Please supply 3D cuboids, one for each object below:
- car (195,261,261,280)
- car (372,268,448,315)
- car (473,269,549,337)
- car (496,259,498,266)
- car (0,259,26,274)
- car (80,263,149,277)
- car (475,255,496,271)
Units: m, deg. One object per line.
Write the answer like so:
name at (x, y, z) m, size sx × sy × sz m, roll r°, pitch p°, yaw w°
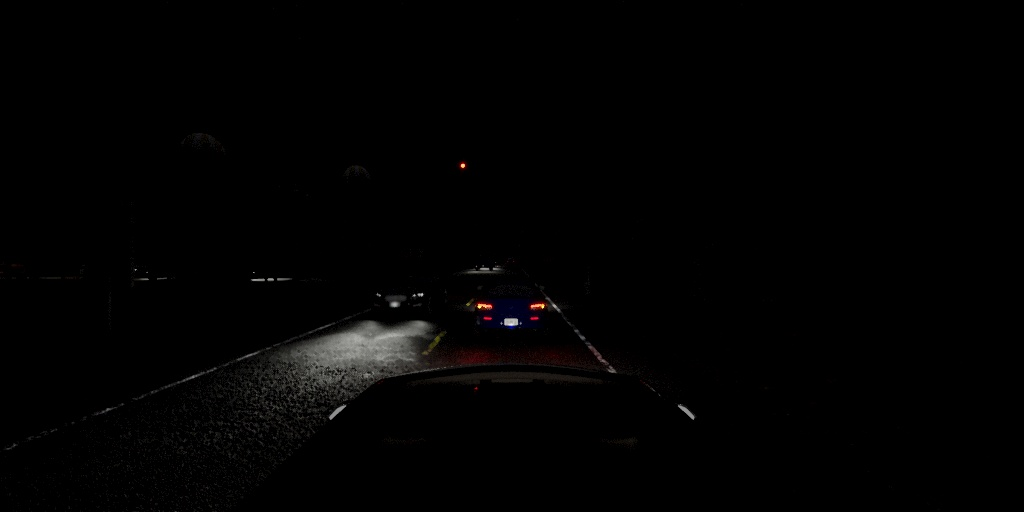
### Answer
car at (-22.390, 1.119, 28.396) m, size 4.181 × 1.385 × 1.994 m, roll 1°, pitch 0°, yaw 0°
car at (-3.643, 1.238, 13.575) m, size 2.128 × 1.511 × 4.902 m, roll 0°, pitch 0°, yaw 0°
car at (-0.029, 1.274, 10.129) m, size 1.812 × 1.442 × 4.674 m, roll 0°, pitch 0°, yaw 0°
car at (-3.809, 1.298, 60.348) m, size 1.895 × 1.301 × 4.718 m, roll 0°, pitch 0°, yaw 0°
car at (-41.561, 0.851, 28.222) m, size 5.008 × 1.535 × 1.882 m, roll 1°, pitch 0°, yaw 0°
car at (-31.145, 0.998, 28.315) m, size 4.674 × 1.442 × 1.812 m, roll 1°, pitch 0°, yaw -1°
car at (-3.787, 0.934, 49.824) m, size 2.150 × 2.045 × 5.566 m, roll 0°, pitch 0°, yaw 0°
